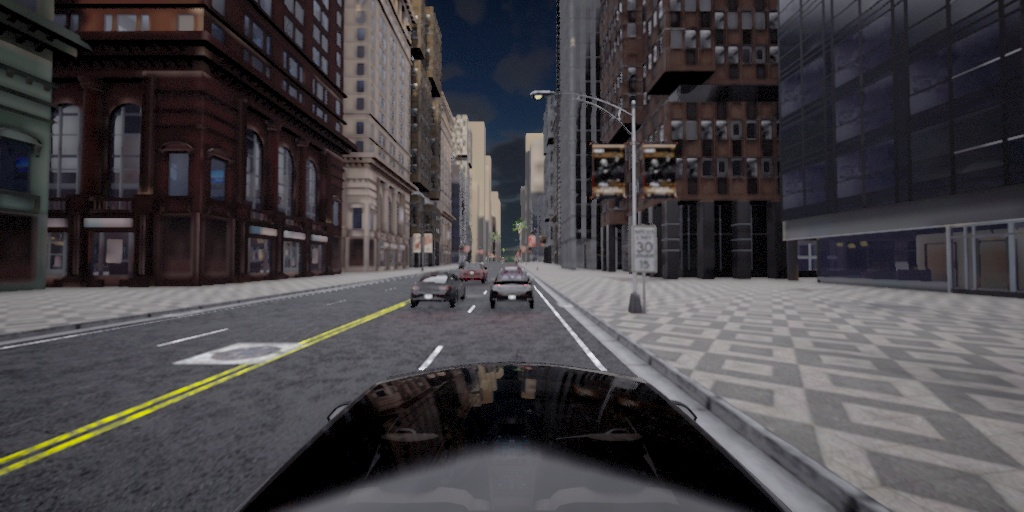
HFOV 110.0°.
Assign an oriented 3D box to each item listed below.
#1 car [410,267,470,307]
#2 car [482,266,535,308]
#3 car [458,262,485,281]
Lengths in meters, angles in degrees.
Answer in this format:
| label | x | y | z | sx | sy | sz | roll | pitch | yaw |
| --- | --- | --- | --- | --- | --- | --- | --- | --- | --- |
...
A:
| label | x | y | z | sx | sy | sz | roll | pitch | yaw |
| --- | --- | --- | --- | --- | --- | --- | --- | --- | --- |
| car | -3.237 | 1.422 | 16.220 | 1.812 | 1.442 | 4.674 | 0 | 0 | 0 |
| car | 0.012 | 1.388 | 16.148 | 2.128 | 1.511 | 4.902 | 0 | 0 | 0 |
| car | -3.228 | 1.399 | 30.935 | 2.097 | 1.767 | 4.553 | 0 | -1 | 0 |
